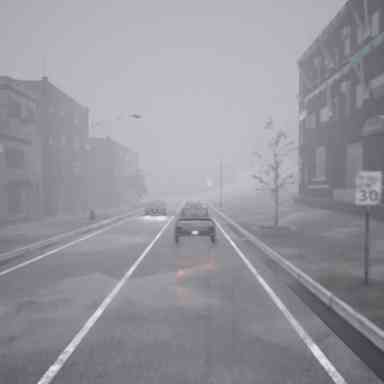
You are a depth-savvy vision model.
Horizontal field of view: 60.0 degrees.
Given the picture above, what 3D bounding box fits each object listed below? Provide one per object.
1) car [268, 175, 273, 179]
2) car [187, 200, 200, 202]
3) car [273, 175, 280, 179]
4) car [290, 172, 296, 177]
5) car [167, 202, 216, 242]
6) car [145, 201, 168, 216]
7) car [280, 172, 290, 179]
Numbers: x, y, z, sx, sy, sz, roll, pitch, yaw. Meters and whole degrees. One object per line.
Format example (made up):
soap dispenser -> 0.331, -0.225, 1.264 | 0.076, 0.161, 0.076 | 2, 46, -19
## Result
car -> 22.264, -3.818, 88.520 | 2.002, 1.452, 4.674 | 0, 1, -2
car -> 0.169, 1.593, 37.488 | 1.895, 1.301, 4.718 | 0, 0, 0
car -> 22.606, -3.757, 82.983 | 2.097, 1.535, 5.008 | 0, 1, -4
car -> 23.672, -3.522, 71.784 | 2.163, 1.488, 4.792 | 0, 1, -6
car -> 0.131, 1.488, 16.414 | 2.128, 1.511, 4.902 | 0, 0, 0
car -> -3.441, 1.563, 32.712 | 1.994, 1.385, 4.181 | 0, 0, 0
car -> 23.064, -3.781, 77.476 | 2.185, 1.767, 4.553 | 0, 1, -5
